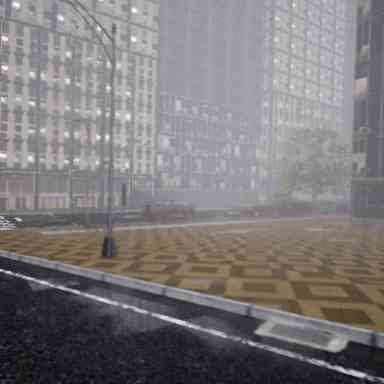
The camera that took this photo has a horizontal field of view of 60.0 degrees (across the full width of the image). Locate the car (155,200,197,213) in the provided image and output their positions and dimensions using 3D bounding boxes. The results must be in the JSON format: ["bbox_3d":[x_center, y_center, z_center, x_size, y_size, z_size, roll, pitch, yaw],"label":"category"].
[{"bbox_3d":[-1.862,1.639,39.033,4.403,1.369,2.008,1,1,-34],"label":"car"}]

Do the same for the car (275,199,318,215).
[{"bbox_3d":[11.947,1.741,38.930,5.009,1.841,2.192,1,1,-34],"label":"car"}]

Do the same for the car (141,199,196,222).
[{"bbox_3d":[-2.086,1.583,29.325,5.009,1.841,2.192,1,1,-34],"label":"car"}]

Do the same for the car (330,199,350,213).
[{"bbox_3d":[21.297,2.098,45.339,4.313,1.339,1.947,1,1,-34],"label":"car"}]

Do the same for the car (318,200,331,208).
[{"bbox_3d":[21.528,1.919,55.042,4.313,1.339,1.947,1,1,-34],"label":"car"}]

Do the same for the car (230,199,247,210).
[{"bbox_3d":[7.354,1.718,45.340,4.829,1.417,1.752,1,1,-34],"label":"car"}]

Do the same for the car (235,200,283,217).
[{"bbox_3d":[7.264,1.918,35.733,4.507,1.381,1.887,1,1,-34],"label":"car"}]

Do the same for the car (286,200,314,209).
[{"bbox_3d":[16.849,1.882,51.841,4.206,1.307,1.802,1,1,-34],"label":"car"}]

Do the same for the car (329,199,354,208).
[{"bbox_3d":[26.206,1.972,58.244,4.313,1.339,1.947,1,1,-34],"label":"car"}]

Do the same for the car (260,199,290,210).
[{"bbox_3d":[12.172,1.813,48.639,4.313,1.339,1.947,1,1,-34],"label":"car"}]
